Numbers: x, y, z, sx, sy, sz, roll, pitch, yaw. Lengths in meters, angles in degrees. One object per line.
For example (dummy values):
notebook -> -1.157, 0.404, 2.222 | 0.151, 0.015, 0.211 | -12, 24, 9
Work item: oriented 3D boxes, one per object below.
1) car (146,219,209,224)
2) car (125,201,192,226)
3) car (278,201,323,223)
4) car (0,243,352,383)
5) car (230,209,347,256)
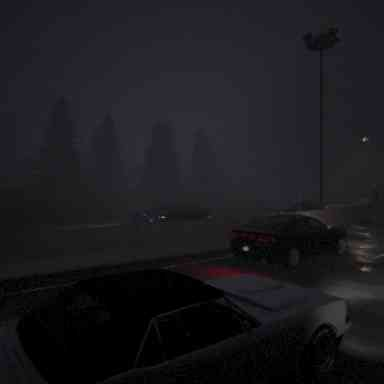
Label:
car -> -0.732, 1.528, 21.951 | 4.902, 1.511, 2.128 | 0, 0, -44
car -> -2.423, 1.523, 25.151 | 5.008, 1.535, 1.882 | 0, 0, -45
car -> 8.922, 1.526, 27.123 | 1.837, 1.490, 4.892 | 0, 0, 39
car -> -0.188, 1.608, 3.792 | 4.718, 1.301, 1.895 | 0, 0, -37
car -> 3.425, 1.488, 11.285 | 5.008, 1.535, 1.882 | 0, 0, -41
